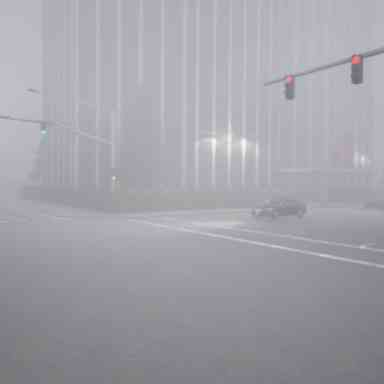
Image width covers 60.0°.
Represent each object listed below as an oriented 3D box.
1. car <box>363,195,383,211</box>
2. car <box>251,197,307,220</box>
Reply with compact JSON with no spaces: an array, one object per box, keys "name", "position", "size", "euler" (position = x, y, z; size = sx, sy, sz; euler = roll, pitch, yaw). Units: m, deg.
[{"name":"car","position":[19.650,1.069,34.650],"size":[5.008,1.535,1.882],"euler":[0,1,-39]},{"name":"car","position":[6.321,1.136,23.980],"size":[4.902,1.511,2.128],"euler":[0,1,-39]}]
